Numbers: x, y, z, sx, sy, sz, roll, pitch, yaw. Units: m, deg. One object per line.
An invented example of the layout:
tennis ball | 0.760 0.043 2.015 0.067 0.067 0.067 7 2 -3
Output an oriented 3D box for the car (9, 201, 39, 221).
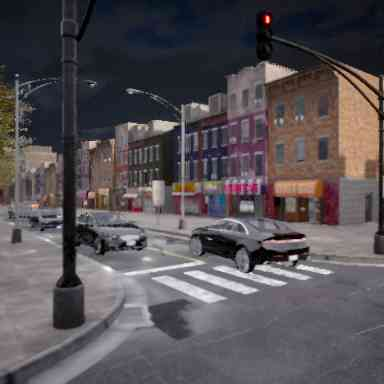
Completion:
car | -15.762 1.854 30.864 1.837 1.490 4.892 0 -1 -36

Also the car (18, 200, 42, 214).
car | -21.177 1.926 43.455 2.097 1.767 4.553 0 -1 -36

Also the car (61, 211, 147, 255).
car | -3.604 1.590 13.908 2.128 1.511 4.902 0 0 -36

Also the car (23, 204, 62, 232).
car | -9.500 1.751 22.126 2.033 1.411 5.357 0 -1 -35

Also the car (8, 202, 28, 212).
car | -27.056 2.260 51.639 2.128 1.511 4.902 0 -1 -35

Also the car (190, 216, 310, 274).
car | 1.605 1.541 10.964 2.128 1.511 4.902 0 -1 -26
